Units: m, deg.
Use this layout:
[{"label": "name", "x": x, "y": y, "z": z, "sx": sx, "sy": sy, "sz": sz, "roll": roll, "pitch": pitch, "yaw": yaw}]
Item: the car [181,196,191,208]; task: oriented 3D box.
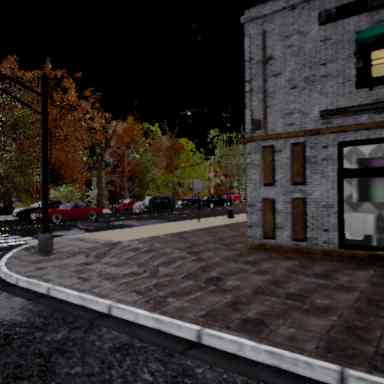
[{"label": "car", "x": -0.080, "y": 1.205, "z": 42.055, "sx": 2.128, "sy": 1.511, "sz": 4.902, "roll": -1, "pitch": 0, "yaw": 37}]

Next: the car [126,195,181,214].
[{"label": "car", "x": -3.607, "y": 1.126, "z": 31.939, "sx": 2.097, "sy": 1.767, "sz": 4.553, "roll": -1, "pitch": 0, "yaw": 37}]

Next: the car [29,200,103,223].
[{"label": "car", "x": -9.063, "y": 1.469, "z": 24.646, "sx": 1.895, "sy": 1.301, "sz": 4.718, "roll": -1, "pitch": 0, "yaw": 37}]

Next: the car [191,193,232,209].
[{"label": "car", "x": 2.438, "y": 1.174, "z": 39.993, "sx": 1.837, "sy": 1.490, "sz": 4.892, "roll": -1, "pitch": 0, "yaw": 37}]

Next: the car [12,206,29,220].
[{"label": "car", "x": -11.675, "y": 1.418, "z": 26.587, "sx": 1.837, "sy": 1.490, "sz": 4.892, "roll": -1, "pitch": 0, "yaw": 37}]

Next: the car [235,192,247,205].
[{"label": "car", "x": 8.571, "y": 1.068, "z": 48.113, "sx": 1.837, "sy": 1.490, "sz": 4.892, "roll": -1, "pitch": 0, "yaw": 37}]

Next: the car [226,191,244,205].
[{"label": "car", "x": 6.188, "y": 0.826, "z": 50.352, "sx": 2.150, "sy": 2.045, "sz": 5.566, "roll": -1, "pitch": 0, "yaw": 37}]

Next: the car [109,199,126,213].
[{"label": "car", "x": -6.334, "y": 1.385, "z": 33.714, "sx": 1.994, "sy": 1.385, "sz": 4.181, "roll": -1, "pitch": 0, "yaw": 37}]
